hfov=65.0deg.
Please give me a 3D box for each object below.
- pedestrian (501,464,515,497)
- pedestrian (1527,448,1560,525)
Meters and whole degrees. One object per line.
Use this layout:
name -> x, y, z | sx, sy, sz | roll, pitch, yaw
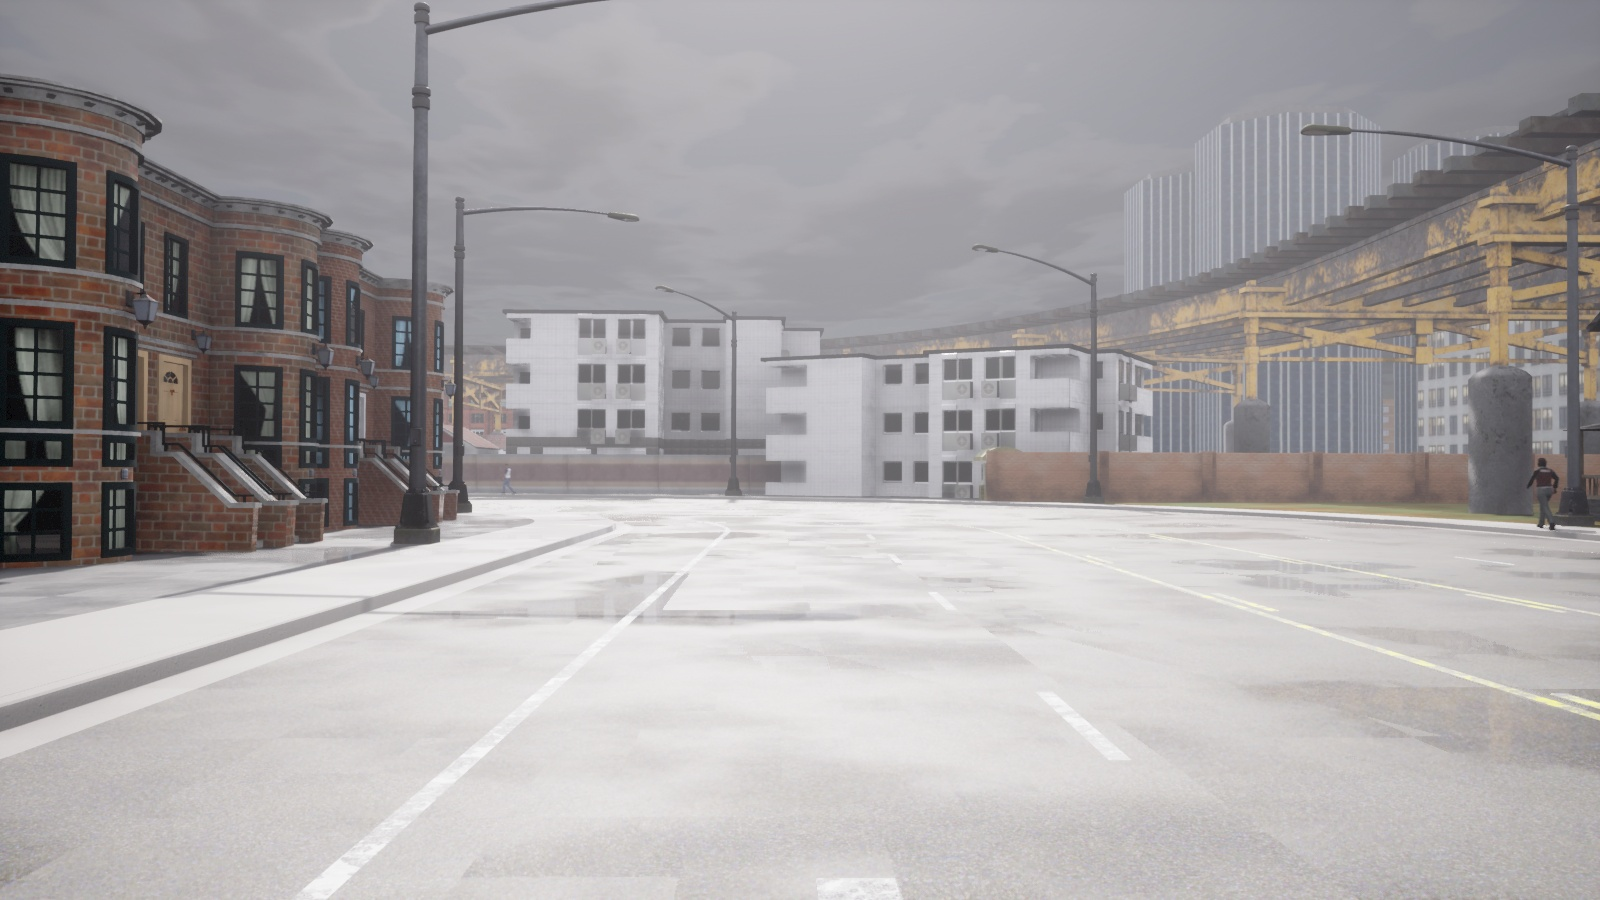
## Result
pedestrian -> -16.727, 1.740, 71.842 | 0.706, 1.836, 0.354 | 0, -1, 8
pedestrian -> 18.808, 0.927, 31.770 | 0.402, 1.930, 0.666 | 0, -1, -3
